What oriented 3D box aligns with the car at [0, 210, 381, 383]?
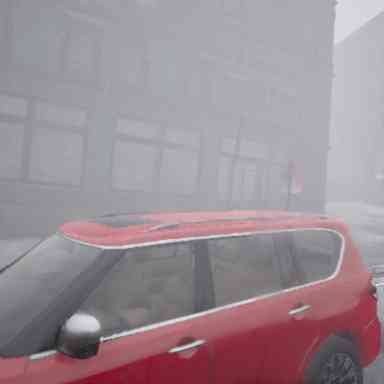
[{"bbox_3d":[-0.505,1.235,3.139,5.566,2.045,2.150,1,-1,-33],"label":"car"}]
